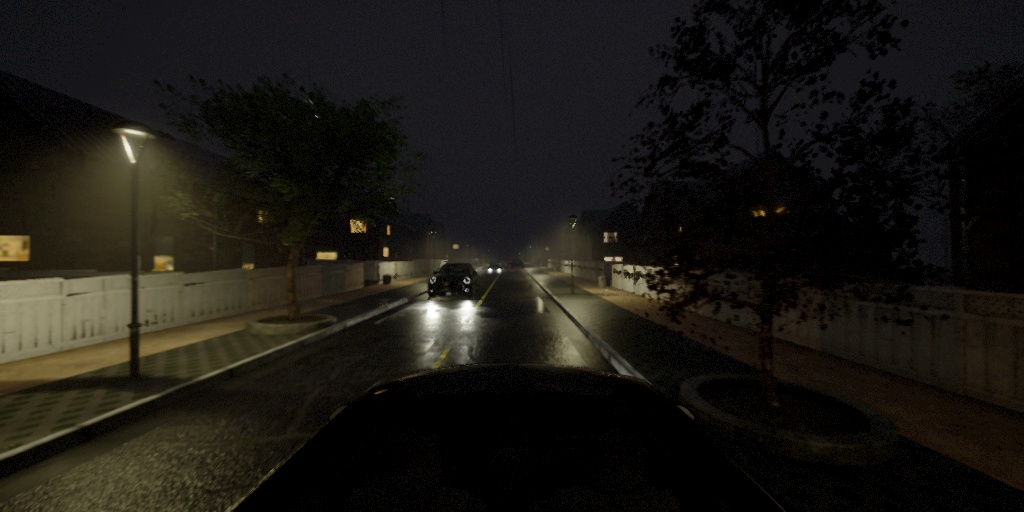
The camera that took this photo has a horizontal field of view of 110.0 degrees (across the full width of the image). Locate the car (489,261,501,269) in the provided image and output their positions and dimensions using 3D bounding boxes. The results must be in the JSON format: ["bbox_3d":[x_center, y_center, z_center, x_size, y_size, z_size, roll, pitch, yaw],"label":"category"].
[{"bbox_3d":[-2.810,1.437,59.700,1.895,1.301,4.718,0,0,1],"label":"car"}]

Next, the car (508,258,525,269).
[{"bbox_3d":[0.906,1.151,57.603,2.097,1.767,4.553,-2,0,0],"label":"car"}]

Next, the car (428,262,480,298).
[{"bbox_3d":[-2.855,1.114,18.400,2.097,1.767,4.553,0,0,0],"label":"car"}]
